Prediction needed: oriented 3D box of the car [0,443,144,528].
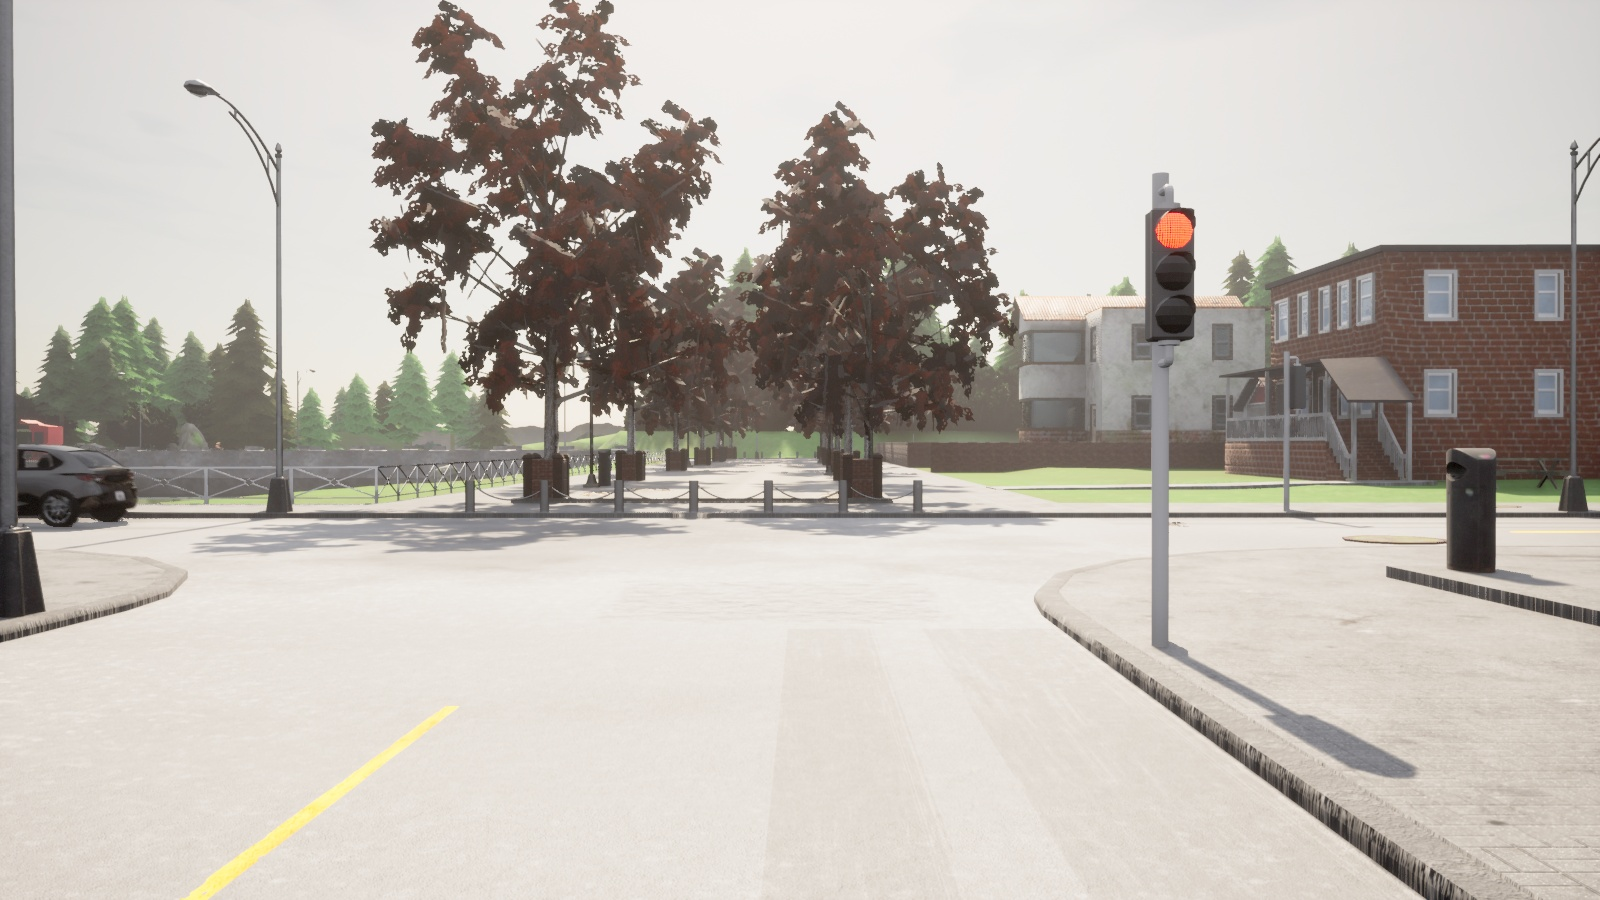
[{"bbox_3d":[-14.579,0.619,23.001,4.193,1.474,1.816,0,0,1],"label":"car"}]
